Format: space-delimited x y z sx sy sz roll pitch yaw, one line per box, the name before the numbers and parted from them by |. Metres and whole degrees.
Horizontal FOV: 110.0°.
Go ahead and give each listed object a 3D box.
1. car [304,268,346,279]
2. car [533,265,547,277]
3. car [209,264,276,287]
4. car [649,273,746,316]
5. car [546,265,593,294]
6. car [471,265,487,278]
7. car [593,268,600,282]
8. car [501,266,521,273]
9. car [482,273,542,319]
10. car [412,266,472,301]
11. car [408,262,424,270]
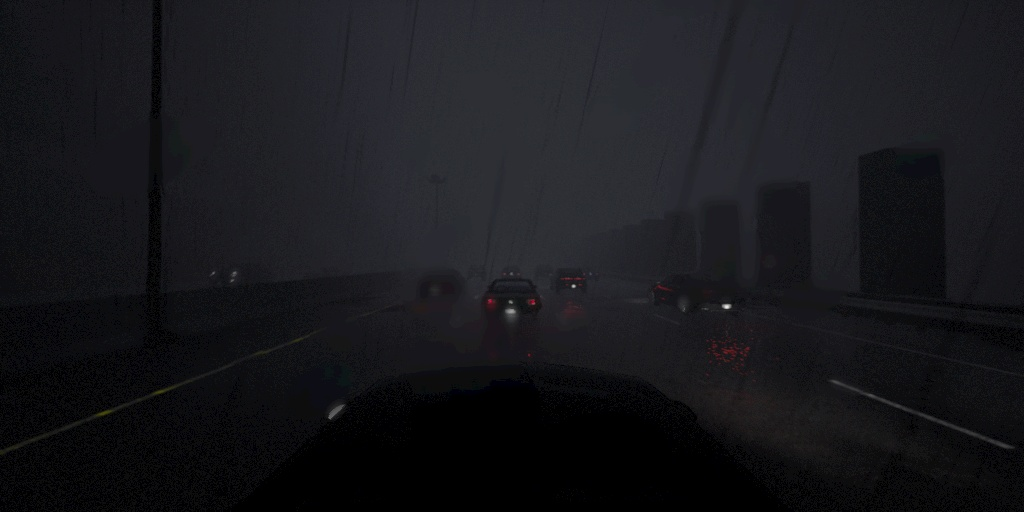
car | -17.761 1.758 34.218 1.895 1.301 4.718 0 -1 -1
car | 3.351 1.674 38.616 1.882 1.535 5.008 0 -1 -1
car | -21.214 1.439 28.277 2.097 1.767 4.553 0 -1 0
car | 7.010 1.402 14.113 1.837 1.490 4.892 0 0 0
car | 3.511 1.508 22.816 1.837 1.490 4.892 0 -1 0
car | -3.637 1.681 37.711 2.128 1.511 4.902 0 -1 -1
car | 6.938 1.688 34.276 2.033 1.411 5.357 0 -1 -1
car | -0.062 1.693 34.292 2.033 1.411 5.357 0 -1 -1
car | 0.010 1.493 13.408 1.895 1.301 4.718 0 -1 0
car | -3.487 1.437 18.737 1.882 1.535 5.008 0 0 0
car | -15.046 2.040 57.558 1.895 1.301 4.718 0 -1 -3
